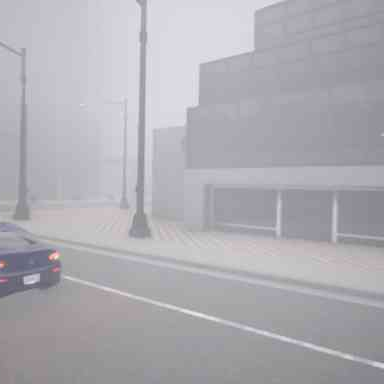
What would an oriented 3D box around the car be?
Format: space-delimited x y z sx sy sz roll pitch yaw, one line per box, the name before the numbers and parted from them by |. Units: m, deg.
car | -4.780 1.376 7.426 4.674 1.442 1.812 2 1 36
